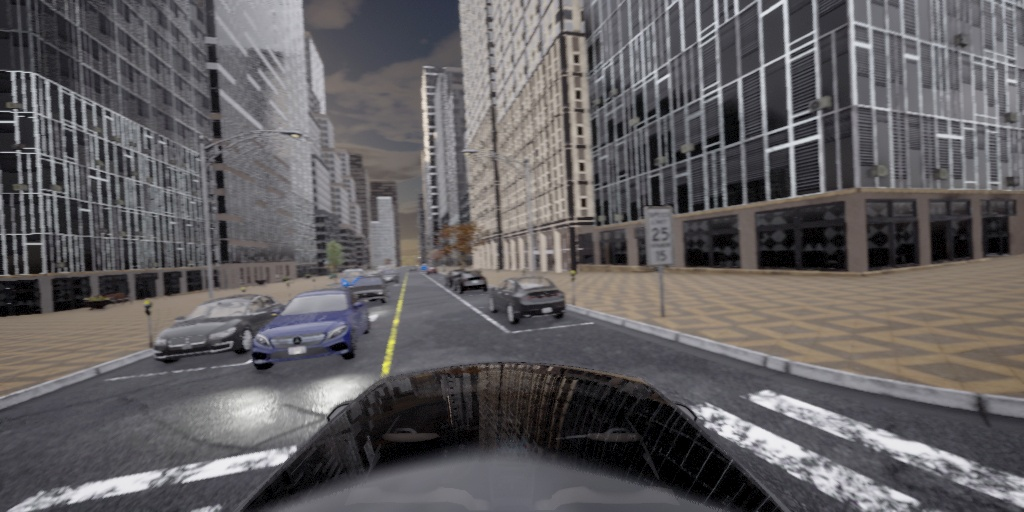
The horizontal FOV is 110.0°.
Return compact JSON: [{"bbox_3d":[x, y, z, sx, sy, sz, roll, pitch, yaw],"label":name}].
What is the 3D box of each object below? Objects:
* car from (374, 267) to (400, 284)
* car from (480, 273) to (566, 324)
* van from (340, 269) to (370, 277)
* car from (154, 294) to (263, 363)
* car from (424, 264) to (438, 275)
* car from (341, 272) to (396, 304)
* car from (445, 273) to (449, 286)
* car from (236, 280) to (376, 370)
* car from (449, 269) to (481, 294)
[{"bbox_3d":[-13.045,2.209,38.276,2.128,1.511,4.902,-3,0,-15],"label":"car"},{"bbox_3d":[0.419,1.338,12.195,2.007,1.370,4.403,0,0,-16],"label":"car"},{"bbox_3d":[-13.818,2.061,31.507,1.690,1.789,3.998,0,0,-16],"label":"van"},{"bbox_3d":[-7.623,1.786,9.880,2.007,1.370,4.403,0,0,-16],"label":"car"},{"bbox_3d":[-13.518,2.480,60.852,1.802,1.307,4.207,0,0,-16],"label":"car"},{"bbox_3d":[-7.873,1.855,20.019,2.033,1.411,5.357,-3,0,-16],"label":"car"},{"bbox_3d":[-4.227,1.715,28.414,1.948,1.339,4.313,0,0,-16],"label":"car"},{"bbox_3d":[-4.741,1.590,9.077,1.812,1.442,4.674,-3,0,-16],"label":"car"},{"bbox_3d":[-2.678,1.594,23.008,1.948,1.339,4.313,0,0,-16],"label":"car"}]
